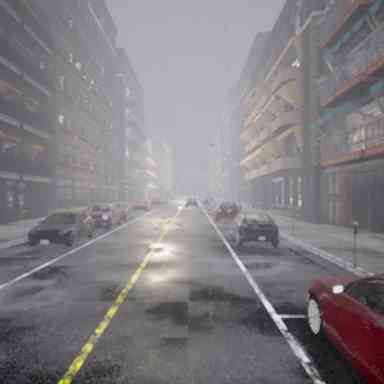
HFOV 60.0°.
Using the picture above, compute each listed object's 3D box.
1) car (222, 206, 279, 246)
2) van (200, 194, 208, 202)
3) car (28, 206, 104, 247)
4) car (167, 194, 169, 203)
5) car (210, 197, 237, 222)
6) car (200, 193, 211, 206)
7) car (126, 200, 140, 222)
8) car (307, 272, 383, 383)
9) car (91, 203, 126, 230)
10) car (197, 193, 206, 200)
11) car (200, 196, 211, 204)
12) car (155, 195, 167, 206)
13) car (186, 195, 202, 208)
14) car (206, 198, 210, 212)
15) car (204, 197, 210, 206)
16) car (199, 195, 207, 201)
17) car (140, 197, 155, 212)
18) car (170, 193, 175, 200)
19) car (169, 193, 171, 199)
[{"bbox_3d":[2.702,1.543,14.980,2.008,1.369,4.403,1,0,0],"label":"car"},{"bbox_3d":[2.700,1.315,77.258,1.690,1.788,3.998,1,0,0],"label":"van"},{"bbox_3d":[-5.679,1.557,15.020,1.947,1.339,4.313,1,0,0],"label":"car"},{"bbox_3d":[-5.681,1.501,60.143,1.752,1.417,4.829,1,0,0],"label":"car"},{"bbox_3d":[2.703,1.428,26.303,1.967,1.590,4.097,1,0,0],"label":"car"},{"bbox_3d":[2.701,1.419,54.612,1.967,1.590,4.097,1,0,0],"label":"car"},{"bbox_3d":[-5.680,1.537,26.343,2.008,1.369,4.403,1,0,0],"label":"car"},{"bbox_3d":[2.702,1.543,3.657,1.887,1.381,4.507,1,0,0],"label":"car"},{"bbox_3d":[-5.677,1.429,20.682,1.967,1.590,4.097,1,0,0],"label":"car"},{"bbox_3d":[2.700,1.290,94.243,2.192,1.841,5.009,1,0,0],"label":"car"},{"bbox_3d":[2.699,1.526,65.935,2.008,1.369,4.403,1,0,0],"label":"car"},{"bbox_3d":[-5.681,1.522,54.652,1.887,1.381,4.507,1,0,0],"label":"car"},{"bbox_3d":[-0.002,1.528,48.229,2.033,1.411,5.357,0,0,0],"label":"car"},{"bbox_3d":[2.701,1.537,31.964,2.008,1.369,4.403,1,0,0],"label":"car"},{"bbox_3d":[2.700,1.566,37.626,1.802,1.307,4.206,1,0,0],"label":"car"},{"bbox_3d":[2.697,1.556,82.920,1.802,1.307,4.206,1,0,0],"label":"car"},{"bbox_3d":[-5.680,1.528,37.667,1.887,1.381,4.507,1,0,0],"label":"car"},{"bbox_3d":[-5.680,1.288,88.621,2.192,1.841,5.009,1,0,0],"label":"car"},{"bbox_3d":[-5.681,1.500,65.805,1.752,1.417,4.829,1,0,0],"label":"car"}]
